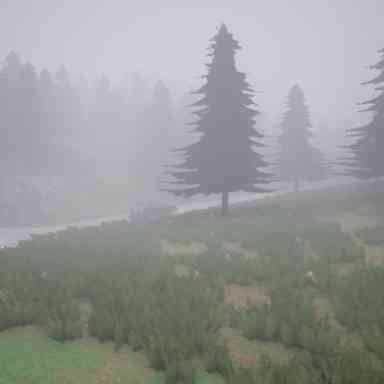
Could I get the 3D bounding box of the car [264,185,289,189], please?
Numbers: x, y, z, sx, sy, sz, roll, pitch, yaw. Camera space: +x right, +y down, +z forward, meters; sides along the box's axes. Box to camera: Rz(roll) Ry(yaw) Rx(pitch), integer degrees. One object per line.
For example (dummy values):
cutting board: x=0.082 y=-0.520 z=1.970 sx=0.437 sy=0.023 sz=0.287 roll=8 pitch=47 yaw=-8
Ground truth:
car: x=12.884 y=-0.683 z=50.637 sx=4.674 sy=1.442 sz=1.812 roll=-6 pitch=3 yaw=-36

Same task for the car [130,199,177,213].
car: x=-3.449 y=1.402 z=30.190 sx=2.097 sy=1.767 sz=4.553 roll=-1 pitch=5 yaw=42
